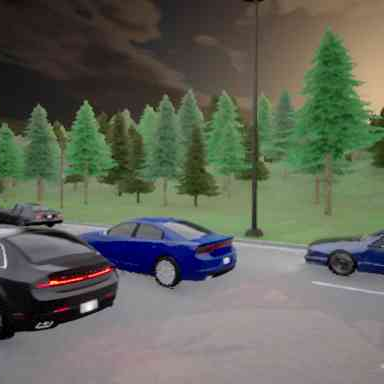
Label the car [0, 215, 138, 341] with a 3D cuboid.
[{"bbox_3d":[-3.515,1.441,6.426,4.892,1.490,1.837,1,1,36],"label":"car"}]

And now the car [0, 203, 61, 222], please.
[{"bbox_3d":[-9.763,1.357,19.450,5.357,1.411,2.033,1,0,35],"label":"car"}]

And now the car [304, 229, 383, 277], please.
[{"bbox_3d":[5.788,1.541,8.520,5.357,1.411,2.033,1,0,33],"label":"car"}]

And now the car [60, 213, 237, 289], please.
[{"bbox_3d":[-1.222,1.415,9.127,5.008,1.535,1.882,1,0,35],"label":"car"}]
